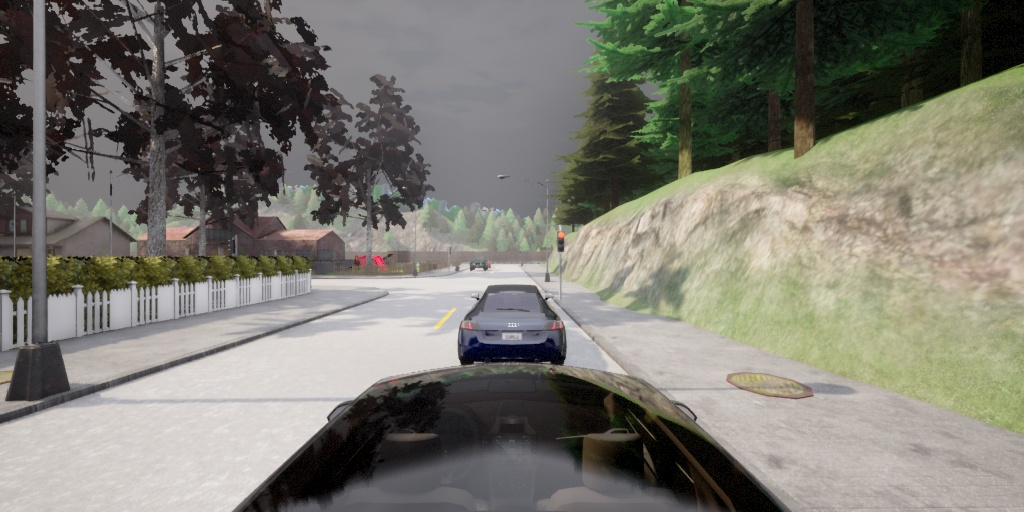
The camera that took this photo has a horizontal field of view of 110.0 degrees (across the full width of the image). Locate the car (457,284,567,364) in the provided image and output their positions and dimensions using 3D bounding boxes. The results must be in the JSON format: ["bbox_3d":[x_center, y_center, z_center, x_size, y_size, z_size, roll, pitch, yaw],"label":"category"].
[{"bbox_3d":[0.005,1.314,8.002,1.994,1.385,4.181,0,0,0],"label":"car"}]

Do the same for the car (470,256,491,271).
[{"bbox_3d":[-4.529,0.972,49.488,2.150,2.045,5.566,0,0,0],"label":"car"}]
